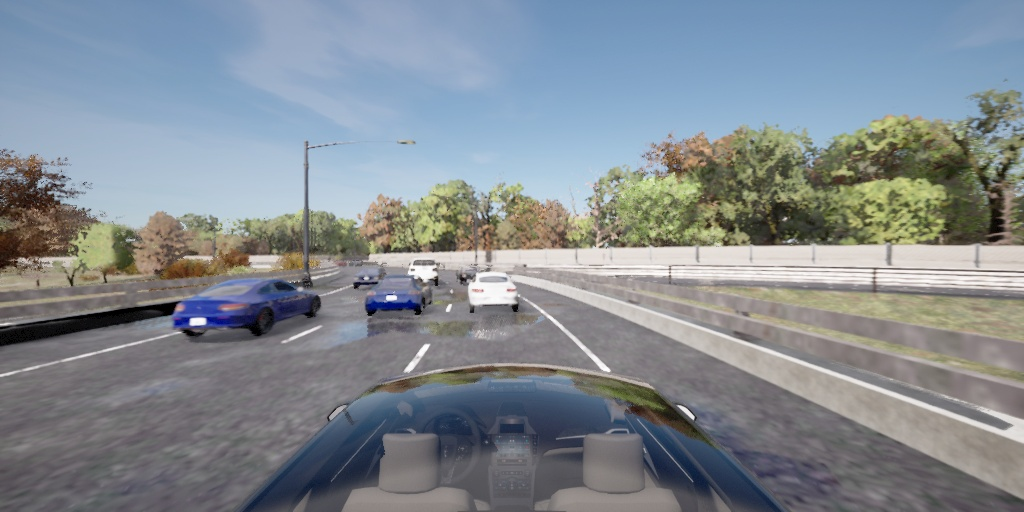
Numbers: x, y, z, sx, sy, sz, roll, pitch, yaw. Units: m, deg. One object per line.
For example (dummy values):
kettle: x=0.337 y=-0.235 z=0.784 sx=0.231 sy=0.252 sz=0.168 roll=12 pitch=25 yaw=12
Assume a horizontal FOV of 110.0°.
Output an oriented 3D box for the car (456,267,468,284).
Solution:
car: x=-3.453 y=1.517 z=28.738 sx=1.895 sy=1.301 sz=4.718 roll=0 pitch=0 yaw=-13

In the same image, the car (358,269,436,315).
car: x=-4.320 y=1.405 z=14.165 sx=1.994 sy=1.385 sz=4.181 roll=0 pitch=0 yaw=-7

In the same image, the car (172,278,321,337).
car: x=-7.445 y=1.365 z=10.592 sx=1.812 sy=1.442 sz=4.674 roll=0 pitch=0 yaw=-5

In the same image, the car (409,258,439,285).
car: x=-6.950 y=1.157 z=28.333 sx=2.150 sy=2.045 sz=5.566 roll=0 pitch=0 yaw=-14

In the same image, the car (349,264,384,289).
car: x=-9.808 y=1.479 z=25.232 sx=2.033 sy=1.411 sz=5.357 roll=0 pitch=0 yaw=-13

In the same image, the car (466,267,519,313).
car: x=-0.840 y=1.351 z=14.493 sx=1.812 sy=1.442 sz=4.674 roll=0 pitch=-1 yaw=-7
